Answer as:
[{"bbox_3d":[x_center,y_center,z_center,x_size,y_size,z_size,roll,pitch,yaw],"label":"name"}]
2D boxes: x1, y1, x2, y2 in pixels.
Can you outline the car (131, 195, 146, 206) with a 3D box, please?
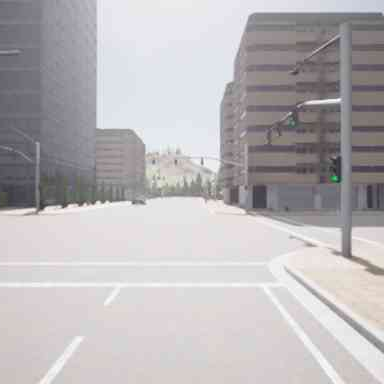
[{"bbox_3d":[-10.507,1.602,65.688,2.150,2.045,5.566,0,0,0],"label":"car"}]
